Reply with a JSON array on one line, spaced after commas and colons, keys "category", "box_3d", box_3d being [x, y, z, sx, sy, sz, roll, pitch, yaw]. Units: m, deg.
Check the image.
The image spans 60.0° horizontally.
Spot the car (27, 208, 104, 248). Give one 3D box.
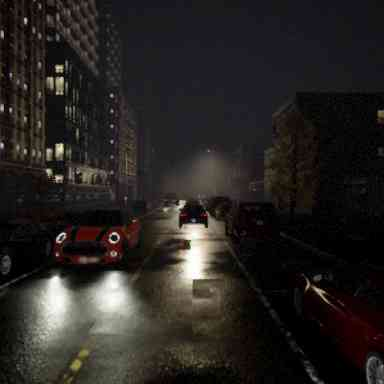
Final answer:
[{"category": "car", "box_3d": [-5.690, 1.549, 15.598, 1.887, 1.381, 4.507, 0, 0, 0]}]

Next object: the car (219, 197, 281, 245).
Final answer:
[{"category": "car", "box_3d": [2.691, 1.319, 15.598, 2.192, 1.841, 5.009, 0, 0, 0]}]

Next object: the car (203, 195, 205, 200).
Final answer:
[{"category": "car", "box_3d": [2.685, 1.333, 37.746, 2.192, 1.841, 5.009, 0, 0, 0]}]

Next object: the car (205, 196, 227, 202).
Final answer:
[{"category": "car", "box_3d": [2.686, 1.329, 32.210, 2.192, 1.841, 5.009, 0, 0, 0]}]

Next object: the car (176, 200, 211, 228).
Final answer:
[{"category": "car", "box_3d": [0.096, 1.533, 22.237, 1.812, 1.442, 4.674, 0, 0, 0]}]

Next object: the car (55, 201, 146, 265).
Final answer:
[{"category": "car", "box_3d": [-3.090, 1.354, 11.731, 2.097, 1.767, 4.553, 0, 0, 0]}]

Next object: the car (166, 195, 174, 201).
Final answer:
[{"category": "car", "box_3d": [-5.709, 1.513, 87.579, 1.967, 1.590, 4.097, 0, 0, 0]}]

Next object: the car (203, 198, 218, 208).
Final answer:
[{"category": "car", "box_3d": [2.681, 1.592, 48.820, 1.947, 1.339, 4.313, 0, 0, 0]}]

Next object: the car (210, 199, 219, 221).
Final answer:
[{"category": "car", "box_3d": [2.687, 1.535, 26.842, 1.752, 1.417, 4.829, 0, 0, 0]}]

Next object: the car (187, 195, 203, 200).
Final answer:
[{"category": "car", "box_3d": [0.090, 1.500, 44.117, 1.882, 1.535, 5.008, 0, 0, 0]}]

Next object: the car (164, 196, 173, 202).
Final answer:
[{"category": "car", "box_3d": [-5.708, 1.647, 82.041, 1.802, 1.307, 4.206, 0, 0, 0]}]

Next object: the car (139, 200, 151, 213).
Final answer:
[{"category": "car", "box_3d": [-5.696, 1.584, 37.746, 1.947, 1.339, 4.313, 0, 0, 0]}]

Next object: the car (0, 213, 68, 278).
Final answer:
[{"category": "car", "box_3d": [-5.689, 1.553, 10.061, 2.008, 1.369, 4.403, 0, 0, 0]}]

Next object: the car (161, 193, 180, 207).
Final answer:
[{"category": "car", "box_3d": [-3.088, 1.250, 51.211, 2.150, 2.045, 5.566, 0, 0, 0]}]

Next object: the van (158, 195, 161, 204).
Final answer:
[{"category": "van", "box_3d": [-5.703, 1.384, 65.431, 1.690, 1.788, 3.998, 0, 0, 0]}]

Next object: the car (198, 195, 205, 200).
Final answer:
[{"category": "car", "box_3d": [2.670, 1.521, 93.116, 1.967, 1.590, 4.097, 0, 0, 0]}]

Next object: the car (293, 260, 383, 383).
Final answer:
[{"category": "car", "box_3d": [2.693, 1.583, 4.524, 1.802, 1.307, 4.206, 0, 0, 0]}]
